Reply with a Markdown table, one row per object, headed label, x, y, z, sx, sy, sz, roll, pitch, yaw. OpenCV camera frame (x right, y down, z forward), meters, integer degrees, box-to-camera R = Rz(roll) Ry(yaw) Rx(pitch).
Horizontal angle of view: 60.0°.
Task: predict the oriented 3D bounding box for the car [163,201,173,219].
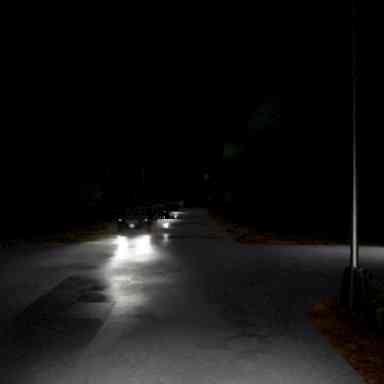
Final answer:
| label | x | y | z | sx | sy | sz | roll | pitch | yaw |
| --- | --- | --- | --- | --- | --- | --- | --- | --- | --- |
| car | -3.169 | 1.822 | 32.427 | 1.812 | 1.442 | 4.674 | 0 | -1 | 0 |

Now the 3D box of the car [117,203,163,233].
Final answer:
| label | x | y | z | sx | sy | sz | roll | pitch | yaw |
| --- | --- | --- | --- | --- | --- | --- | --- | --- | --- |
| car | -3.186 | 1.553 | 20.097 | 2.128 | 1.511 | 4.902 | 0 | -1 | 0 |

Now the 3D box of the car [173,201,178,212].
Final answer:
| label | x | y | z | sx | sy | sz | roll | pitch | yaw |
| --- | --- | --- | --- | --- | --- | --- | --- | --- | --- |
| car | -3.074 | 2.034 | 48.825 | 1.882 | 1.535 | 5.008 | 0 | -1 | 0 |
